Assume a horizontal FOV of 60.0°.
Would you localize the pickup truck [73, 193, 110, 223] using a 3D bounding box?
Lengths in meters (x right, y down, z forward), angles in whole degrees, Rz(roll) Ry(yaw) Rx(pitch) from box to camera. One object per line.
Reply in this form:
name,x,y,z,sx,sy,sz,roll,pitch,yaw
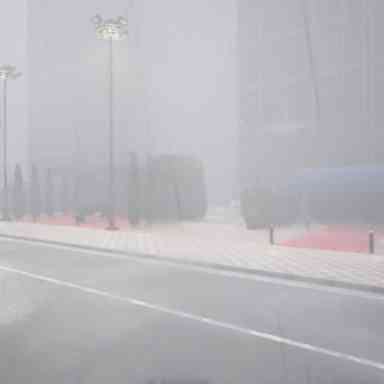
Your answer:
pickup truck,-7.662,1.132,25.407,2.390,2.098,6.274,0,0,-24
